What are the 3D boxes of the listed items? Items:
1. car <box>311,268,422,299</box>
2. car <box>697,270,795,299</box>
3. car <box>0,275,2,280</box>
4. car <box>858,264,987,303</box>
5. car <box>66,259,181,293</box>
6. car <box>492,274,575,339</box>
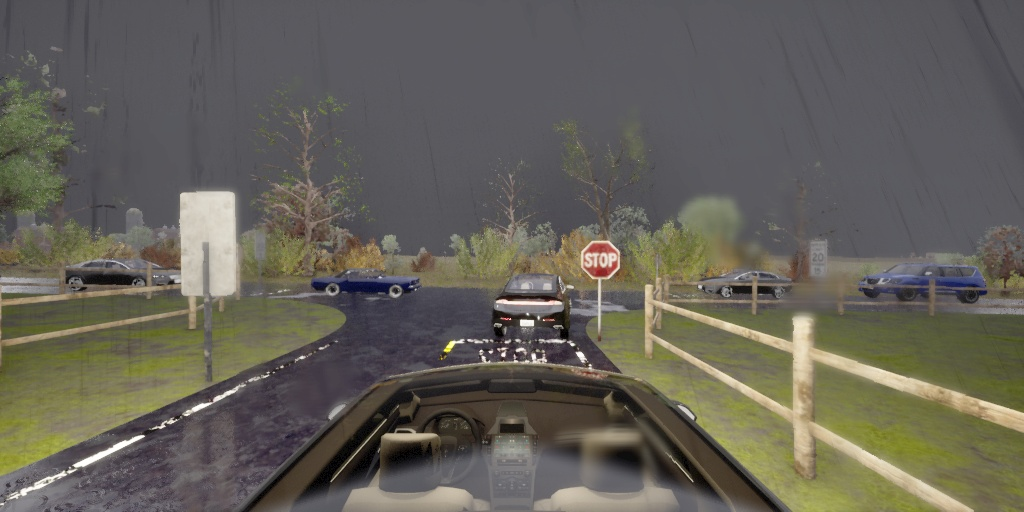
[{"bbox_3d":[-6.813,1.249,17.201,4.718,1.301,1.895,1,1,0],"label":"car"},{"bbox_3d":[13.015,1.526,20.116,4.902,1.511,2.128,1,1,0],"label":"car"},{"bbox_3d":[-27.784,0.718,17.238,4.674,1.442,1.812,1,1,0],"label":"car"},{"bbox_3d":[22.910,1.467,20.099,5.566,2.045,2.150,1,1,0],"label":"car"},{"bbox_3d":[-18.481,0.886,17.225,4.902,1.511,2.128,1,1,0],"label":"car"},{"bbox_3d":[0.711,1.240,10.165,2.128,1.511,4.902,0,0,9],"label":"car"}]
